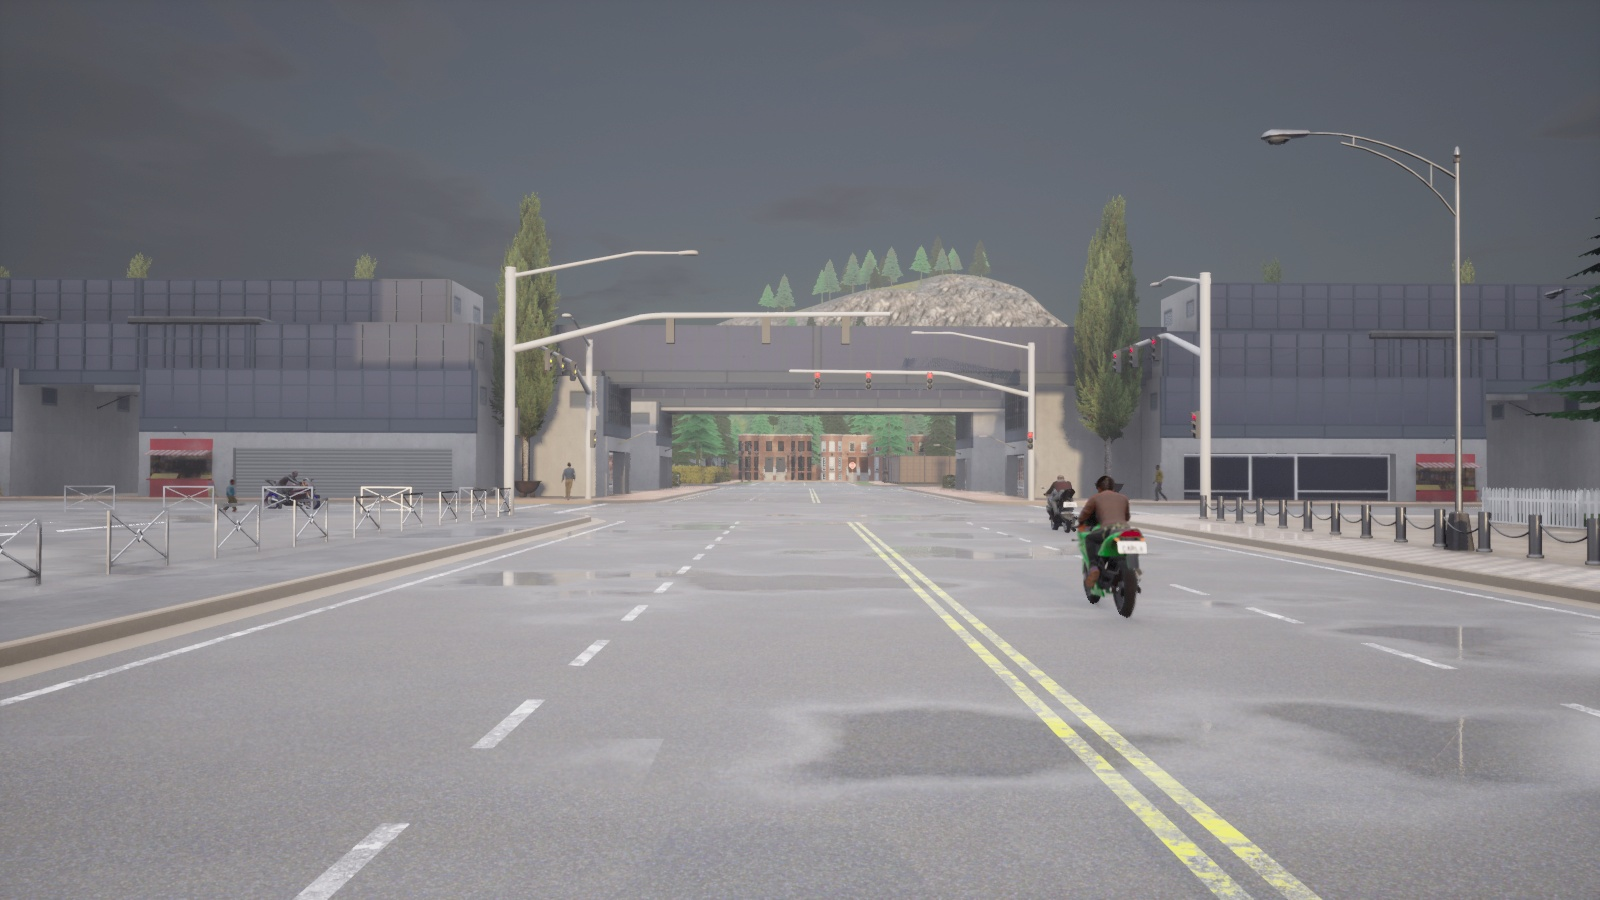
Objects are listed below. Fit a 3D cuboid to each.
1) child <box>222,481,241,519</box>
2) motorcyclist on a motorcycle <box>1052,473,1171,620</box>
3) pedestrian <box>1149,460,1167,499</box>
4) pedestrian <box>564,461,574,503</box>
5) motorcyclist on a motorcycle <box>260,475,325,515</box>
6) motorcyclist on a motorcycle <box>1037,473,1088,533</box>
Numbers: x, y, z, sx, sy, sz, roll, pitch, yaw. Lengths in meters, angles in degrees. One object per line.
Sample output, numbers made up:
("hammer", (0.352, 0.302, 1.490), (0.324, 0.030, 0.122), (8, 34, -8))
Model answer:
("child", (-18.265, 1.602, 40.327), (0.448, 1.192, 0.343), (0, -1, 0))
("motorcyclist on a motorcycle", (3.441, 1.019, 14.065), (0.797, 1.523, 2.044), (0, -1, 0))
("pedestrian", (17.267, 1.419, 60.559), (0.709, 1.840, 0.431), (0, -1, 0))
("pedestrian", (-10.852, 1.503, 58.895), (0.423, 1.949, 0.788), (0, -1, -7))
("motorcyclist on a motorcycle", (-19.648, 1.743, 48.641), (2.191, 1.530, 0.866), (0, -1, 1))
("motorcyclist on a motorcycle", (6.892, 1.376, 33.068), (0.866, 1.530, 2.191), (0, -1, 0))
